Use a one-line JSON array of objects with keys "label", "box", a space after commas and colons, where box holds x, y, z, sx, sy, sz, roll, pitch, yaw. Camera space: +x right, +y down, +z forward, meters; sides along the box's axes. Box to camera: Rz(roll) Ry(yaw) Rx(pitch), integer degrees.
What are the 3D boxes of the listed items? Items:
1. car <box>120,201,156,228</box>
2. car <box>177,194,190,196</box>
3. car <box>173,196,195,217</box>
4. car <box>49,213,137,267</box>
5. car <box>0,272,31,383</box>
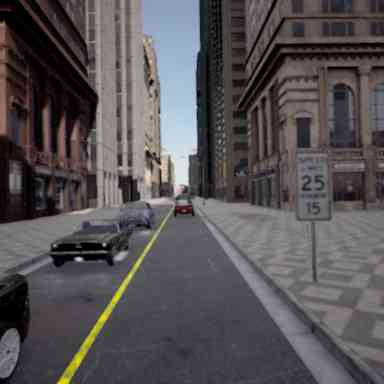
[{"label": "car", "box": [-3.625, 1.419, 22.186, 2.097, 1.767, 4.553, -1, 0, -2]}, {"label": "car", "box": [-1.097, 1.257, 44.176, 2.150, 2.045, 5.566, -1, 0, -1]}, {"label": "car", "box": [-0.741, 1.493, 31.860, 1.882, 1.535, 5.008, -1, 0, -1]}, {"label": "car", "box": [-3.357, 1.661, 11.936, 1.895, 1.301, 4.718, -1, 0, -2]}, {"label": "car", "box": [-3.109, 1.537, 2.564, 1.882, 1.535, 5.008, -1, 0, -2]}]
